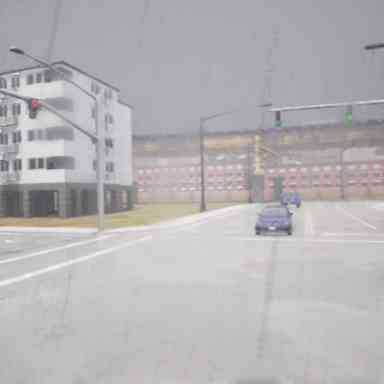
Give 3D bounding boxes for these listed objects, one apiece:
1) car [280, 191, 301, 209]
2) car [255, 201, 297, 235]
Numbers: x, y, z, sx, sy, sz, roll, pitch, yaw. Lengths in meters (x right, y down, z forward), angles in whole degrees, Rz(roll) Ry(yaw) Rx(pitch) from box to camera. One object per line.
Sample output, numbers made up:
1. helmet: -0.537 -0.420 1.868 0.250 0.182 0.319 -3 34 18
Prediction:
1. car: 12.597 0.891 42.363 2.150 2.045 5.566 -2 0 22
2. car: 4.628 1.490 18.422 1.812 1.442 4.674 -1 0 19
